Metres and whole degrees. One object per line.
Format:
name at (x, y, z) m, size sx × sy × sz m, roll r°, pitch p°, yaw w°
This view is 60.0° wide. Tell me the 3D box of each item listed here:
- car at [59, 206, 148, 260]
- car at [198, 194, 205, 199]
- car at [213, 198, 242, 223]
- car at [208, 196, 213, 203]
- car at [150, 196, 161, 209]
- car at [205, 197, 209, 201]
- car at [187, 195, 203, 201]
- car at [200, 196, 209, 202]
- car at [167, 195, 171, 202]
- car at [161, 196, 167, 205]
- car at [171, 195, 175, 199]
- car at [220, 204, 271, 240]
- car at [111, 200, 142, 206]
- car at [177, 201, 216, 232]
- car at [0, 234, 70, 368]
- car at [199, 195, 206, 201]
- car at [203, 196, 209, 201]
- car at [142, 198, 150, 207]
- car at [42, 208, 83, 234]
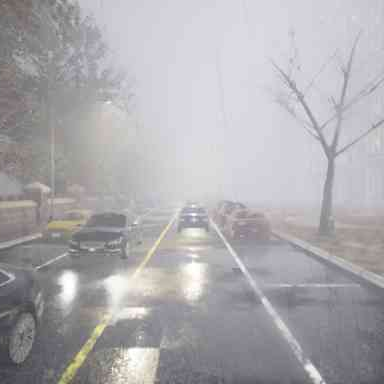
car at (-3.008, 1.475, 12.443) m, size 1.837 × 1.490 × 4.892 m, roll 0°, pitch 0°, yaw 0°
car at (2.635, 1.303, 95.378) m, size 1.967 × 1.590 × 4.097 m, roll 0°, pitch 0°, yaw 0°
car at (2.678, 1.391, 22.158) m, size 1.967 × 1.590 × 4.097 m, roll 0°, pitch 0°, yaw 0°
car at (2.675, 1.380, 27.790) m, size 1.967 × 1.590 × 4.097 m, roll 0°, pitch 0°, yaw 0°
car at (-5.716, 1.454, 44.682) m, size 1.887 × 1.381 × 4.507 m, roll 0°, pitch 0°, yaw 0°
car at (2.671, 1.481, 33.422) m, size 2.008 × 1.369 × 4.403 m, roll 0°, pitch 0°, yaw 0°
car at (0.070, 1.463, 41.529) m, size 2.033 × 1.411 × 5.357 m, roll 0°, pitch 0°, yaw 0°
car at (2.648, 1.460, 72.848) m, size 1.802 × 1.307 × 4.206 m, roll 0°, pitch 0°, yaw 0°
car at (-5.729, 1.407, 67.041) m, size 1.752 × 1.417 × 4.829 m, roll 0°, pitch 0°, yaw 0°
car at (-5.722, 1.438, 55.946) m, size 1.887 × 1.381 × 4.507 m, roll 0°, pitch 0°, yaw 0°
car at (-5.745, 1.427, 95.372) m, size 1.947 × 1.339 × 4.313 m, roll 0°, pitch 0°, yaw 0°
car at (2.682, 1.507, 16.527) m, size 1.887 × 1.381 × 4.507 m, roll 0°, pitch 0°, yaw 0°
car at (-5.705, 1.379, 27.785) m, size 1.967 × 1.590 × 4.097 m, roll 0°, pitch 0°, yaw 0°
car at (0.087, 1.503, 19.859) m, size 2.033 × 1.411 × 5.357 m, roll 0°, pitch 0°, yaw 0°
car at (-3.087, 1.484, 2.919) m, size 2.128 × 1.511 × 4.902 m, roll 0°, pitch 0°, yaw 0°
car at (2.642, 1.452, 84.113) m, size 1.802 × 1.307 × 4.206 m, roll 0°, pitch 0°, yaw 0°
car at (2.668, 1.471, 39.054) m, size 2.008 × 1.369 × 4.403 m, roll 0°, pitch 0°, yaw 0°
car at (-5.710, 1.474, 33.417) m, size 1.887 × 1.381 × 4.507 m, roll 0°, pitch 0°, yaw 0°
car at (-5.699, 1.487, 16.352) m, size 1.752 × 1.417 × 4.829 m, roll 0°, pitch 0°, yaw 0°
